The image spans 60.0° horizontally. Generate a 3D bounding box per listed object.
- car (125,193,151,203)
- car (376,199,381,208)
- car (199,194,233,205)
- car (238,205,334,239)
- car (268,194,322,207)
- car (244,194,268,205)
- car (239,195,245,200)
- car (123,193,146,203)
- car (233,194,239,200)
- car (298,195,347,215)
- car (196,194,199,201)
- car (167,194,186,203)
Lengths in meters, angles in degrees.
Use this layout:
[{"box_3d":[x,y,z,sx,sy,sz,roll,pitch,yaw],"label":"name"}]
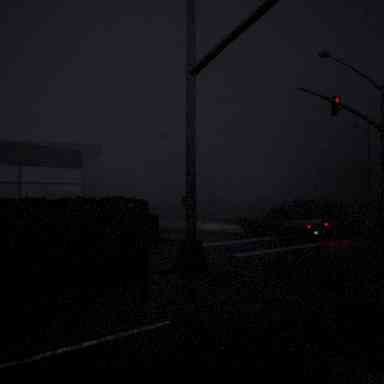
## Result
[{"box_3d":[-9.536,1.361,60.535,3.806,1.475,1.970,0,0,-35],"label":"car"},{"box_3d":[25.558,1.384,43.145,3.806,1.475,1.970,0,0,-35],"label":"car"},{"box_3d":[3.959,1.298,54.839,4.514,1.523,2.007,0,0,-35],"label":"car"},{"box_3d":[4.566,1.601,17.317,1.895,1.301,4.718,0,0,-34],"label":"car"},{"box_3d":[10.200,1.330,32.534,5.027,1.636,2.152,0,0,-35],"label":"car"},{"box_3d":[9.669,1.320,46.639,3.633,1.501,1.845,0,0,-35],"label":"car"},{"box_3d":[13.408,1.154,72.866,5.027,1.636,2.152,0,0,-35],"label":"car"},{"box_3d":[-10.947,1.077,63.607,3.866,1.878,1.905,0,0,-35],"label":"car"},{"box_3d":[9.454,1.232,77.931,3.806,1.475,1.970,0,0,-35],"label":"car"},{"box_3d":[12.047,1.340,29.998,4.514,1.523,2.007,0,0,-35],"label":"car"},{"box_3d":[1.581,1.298,76.875,4.514,1.523,2.007,0,0,-35],"label":"car"},{"box_3d":[-2.620,1.097,65.441,4.605,1.855,1.932,0,0,-35],"label":"car"}]
